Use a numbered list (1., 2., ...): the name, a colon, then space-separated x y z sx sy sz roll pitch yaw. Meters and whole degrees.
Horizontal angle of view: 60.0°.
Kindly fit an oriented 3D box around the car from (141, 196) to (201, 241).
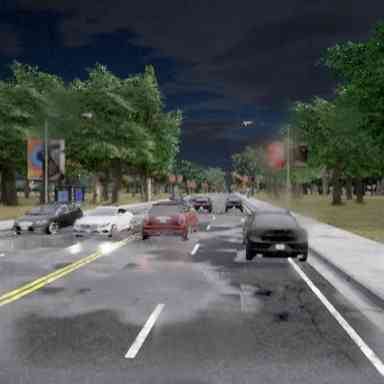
1. car: -0.972 1.272 16.410 2.097 1.767 4.553 0 0 7

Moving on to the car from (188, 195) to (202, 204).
1. car: 0.514 1.289 58.244 1.994 1.385 4.181 0 0 7

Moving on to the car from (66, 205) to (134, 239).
1. car: -4.352 1.442 17.117 1.812 1.442 4.674 0 0 7

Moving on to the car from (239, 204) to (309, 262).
1. car: 2.831 1.419 12.049 1.882 1.535 5.008 0 0 7

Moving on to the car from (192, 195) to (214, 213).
1. car: 1.220 1.335 35.023 1.837 1.490 4.892 0 0 7

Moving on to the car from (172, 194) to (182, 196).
1. car: -2.744 1.078 58.368 2.097 1.767 4.553 0 0 7

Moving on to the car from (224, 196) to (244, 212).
1. car: 4.583 1.332 36.227 1.837 1.490 4.892 0 0 7

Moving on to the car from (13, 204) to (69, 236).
1. car: -7.537 1.403 17.958 2.128 1.511 4.902 0 0 7

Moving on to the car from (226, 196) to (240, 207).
1. car: 5.956 1.298 48.174 1.812 1.442 4.674 0 0 7
